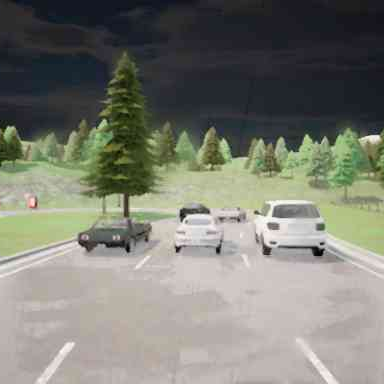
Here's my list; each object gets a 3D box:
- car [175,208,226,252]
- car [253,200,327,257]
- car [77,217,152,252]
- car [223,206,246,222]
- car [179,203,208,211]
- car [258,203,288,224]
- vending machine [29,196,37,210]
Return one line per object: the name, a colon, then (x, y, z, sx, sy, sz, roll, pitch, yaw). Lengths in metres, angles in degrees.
car: (0.411, 1.664, 14.464, 1.812, 1.442, 4.674, 0, 0, 7)
car: (3.835, 1.345, 13.762, 2.150, 2.045, 5.566, 0, 0, 6)
car: (-3.114, 1.744, 14.568, 1.895, 1.301, 4.718, 0, -1, 6)
car: (3.578, 1.877, 29.189, 1.895, 1.301, 4.718, 0, -1, 18)
car: (0.343, 1.771, 30.619, 1.882, 1.535, 5.008, 0, 0, 17)
car: (6.960, 1.757, 28.294, 2.128, 1.511, 4.902, 0, 0, 18)
vending machine: (-25.455, 1.727, 53.141, 0.880, 2.100, 1.100, 0, -1, -44)
